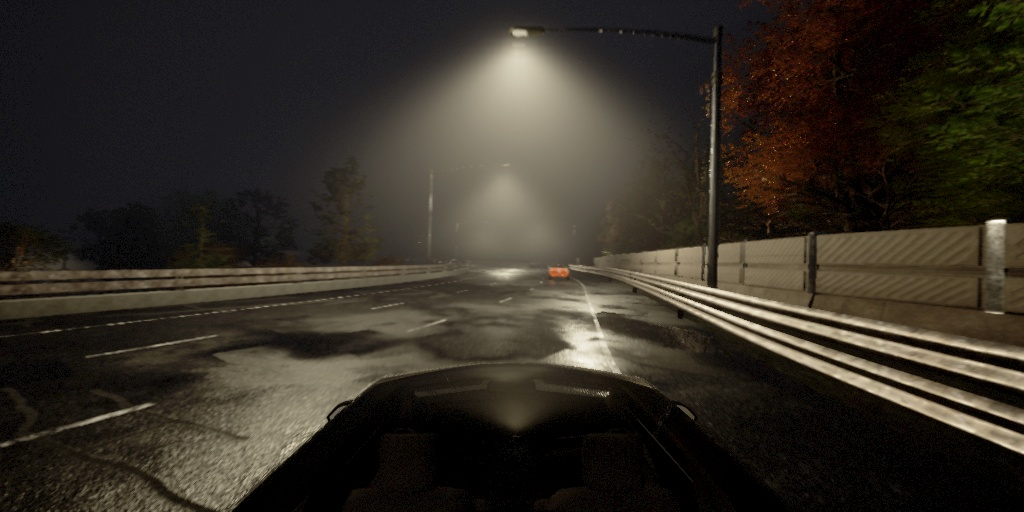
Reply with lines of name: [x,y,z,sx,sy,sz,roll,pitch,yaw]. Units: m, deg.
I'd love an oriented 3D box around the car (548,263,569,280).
car: [4.974,1.592,38.982,2.097,1.767,4.553,2,-1,4]
